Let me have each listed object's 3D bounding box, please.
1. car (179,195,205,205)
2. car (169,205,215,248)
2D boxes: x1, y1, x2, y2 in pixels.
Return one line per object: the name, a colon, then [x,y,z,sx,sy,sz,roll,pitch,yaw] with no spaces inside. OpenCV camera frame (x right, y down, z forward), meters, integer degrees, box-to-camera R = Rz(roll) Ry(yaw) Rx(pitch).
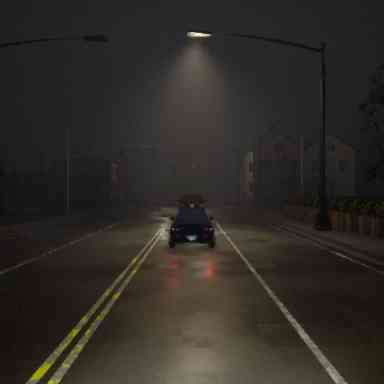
car: [0.000,1.256,29.680,2.150,2.045,5.566,0,0,0]
car: [0.000,1.531,14.650,1.812,1.442,4.674,0,0,0]
